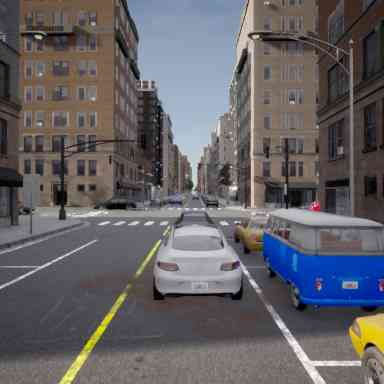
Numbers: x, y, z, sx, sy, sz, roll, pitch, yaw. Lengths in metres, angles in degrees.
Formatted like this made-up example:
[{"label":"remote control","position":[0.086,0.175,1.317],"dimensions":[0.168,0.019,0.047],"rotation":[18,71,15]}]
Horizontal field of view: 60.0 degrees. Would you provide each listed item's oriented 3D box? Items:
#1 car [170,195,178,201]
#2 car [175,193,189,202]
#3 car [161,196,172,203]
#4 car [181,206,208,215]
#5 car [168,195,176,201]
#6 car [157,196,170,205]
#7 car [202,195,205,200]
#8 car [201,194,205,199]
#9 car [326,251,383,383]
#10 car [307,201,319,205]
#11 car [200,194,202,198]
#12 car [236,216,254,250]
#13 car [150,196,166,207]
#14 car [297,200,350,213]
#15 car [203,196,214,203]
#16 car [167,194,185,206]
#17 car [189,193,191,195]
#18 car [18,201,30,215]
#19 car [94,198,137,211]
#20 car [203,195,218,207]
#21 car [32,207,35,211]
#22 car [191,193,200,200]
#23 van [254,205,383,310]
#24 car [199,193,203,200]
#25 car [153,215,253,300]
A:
[{"label":"car","position":[-4.875,1.566,89.654],"dimensions":[1.947,1.339,4.313],"rotation":[1,0,1]},{"label":"car","position":[-2.299,1.482,70.832],"dimensions":[1.882,1.535,5.008],"rotation":[0,0,1]},{"label":"car","position":[-5.198,1.550,67.539],"dimensions":[1.887,1.381,4.507],"rotation":[1,0,1]},{"label":"car","position":[0.120,1.567,15.682],"dimensions":[1.994,1.385,4.181],"rotation":[0,0,0]},{"label":"car","position":[-4.957,1.527,83.955],"dimensions":[1.752,1.417,4.829],"rotation":[1,0,1]},{"label":"car","position":[-5.279,1.556,62.010],"dimensions":[2.008,1.369,4.403],"rotation":[1,0,1]},{"label":"car","position":[3.165,1.550,56.362],"dimensions":[1.887,1.381,4.507],"rotation":[1,0,1]},{"label":"car","position":[3.246,1.555,61.892],"dimensions":[2.008,1.369,4.403],"rotation":[1,0,1]},{"label":"car","position":[2.679,1.526,1.992],"dimensions":[1.752,1.417,4.829],"rotation":[1,0,0]},{"label":"car","position":[15.621,1.357,35.582],"dimensions":[5.566,2.045,2.150],"rotation":[0,-1,0]},{"label":"car","position":[3.488,1.568,78.483],"dimensions":[1.947,1.339,4.313],"rotation":[1,0,1]},{"label":"car","position":[2.700,1.528,13.339],"dimensions":[1.752,1.417,4.829],"rotation":[1,0,0]},{"label":"car","position":[-5.441,1.588,50.953],"dimensions":[1.802,1.307,4.206],"rotation":[1,0,1]},{"label":"car","position":[15.272,1.713,38.830],"dimensions":[5.357,1.411,2.033],"rotation":[0,-1,0]},{"label":"car","position":[3.327,1.549,67.422],"dimensions":[1.887,1.381,4.507],"rotation":[1,0,1]},{"label":"car","position":[-2.609,1.483,55.749],"dimensions":[1.882,1.535,5.008],"rotation":[0,0,1]},{"label":"car","position":[-2.076,1.339,86.114],"dimensions":[2.097,1.767,4.553],"rotation":[0,0,1]},{"label":"car","position":[-17.232,1.363,29.164],"dimensions":[4.674,1.442,1.812],"rotation":[0,-1,2]},{"label":"car","position":[-9.040,1.474,39.345],"dimensions":[5.008,1.535,1.882],"rotation":[0,1,-19]},{"label":"car","position":[3.084,1.571,50.832],"dimensions":[1.947,1.339,4.313],"rotation":[1,0,1]},{"label":"car","position":[-17.899,1.370,32.412],"dimensions":[4.892,1.490,1.837],"rotation":[0,-1,0]},{"label":"car","position":[1.008,1.524,91.881],"dimensions":[1.812,1.442,4.674],"rotation":[0,0,1]},{"label":"van","position":[2.691,1.343,7.496],"dimensions":[1.690,1.788,3.998],"rotation":[1,0,0]},{"label":"car","position":[3.650,1.550,89.543],"dimensions":[2.008,1.369,4.403],"rotation":[1,0,1]},{"label":"car","position":[0.092,1.527,8.305],"dimensions":[1.812,1.442,4.674],"rotation":[0,0,-1]}]
